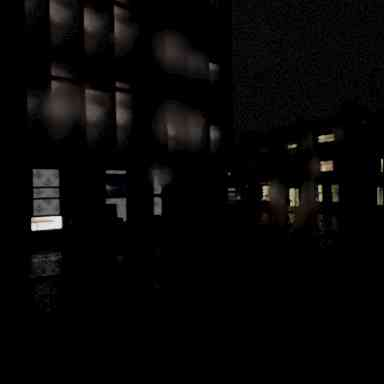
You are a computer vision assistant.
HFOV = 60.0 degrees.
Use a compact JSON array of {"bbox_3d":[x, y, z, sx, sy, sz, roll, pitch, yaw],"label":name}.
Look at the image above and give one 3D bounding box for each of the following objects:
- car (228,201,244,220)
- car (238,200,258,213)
[{"bbox_3d":[2.024,1.723,28.850,1.947,1.339,4.313,-3,1,-37],"label":"car"},{"bbox_3d":[5.627,1.610,38.451,2.008,1.369,4.403,-3,1,-37],"label":"car"}]
